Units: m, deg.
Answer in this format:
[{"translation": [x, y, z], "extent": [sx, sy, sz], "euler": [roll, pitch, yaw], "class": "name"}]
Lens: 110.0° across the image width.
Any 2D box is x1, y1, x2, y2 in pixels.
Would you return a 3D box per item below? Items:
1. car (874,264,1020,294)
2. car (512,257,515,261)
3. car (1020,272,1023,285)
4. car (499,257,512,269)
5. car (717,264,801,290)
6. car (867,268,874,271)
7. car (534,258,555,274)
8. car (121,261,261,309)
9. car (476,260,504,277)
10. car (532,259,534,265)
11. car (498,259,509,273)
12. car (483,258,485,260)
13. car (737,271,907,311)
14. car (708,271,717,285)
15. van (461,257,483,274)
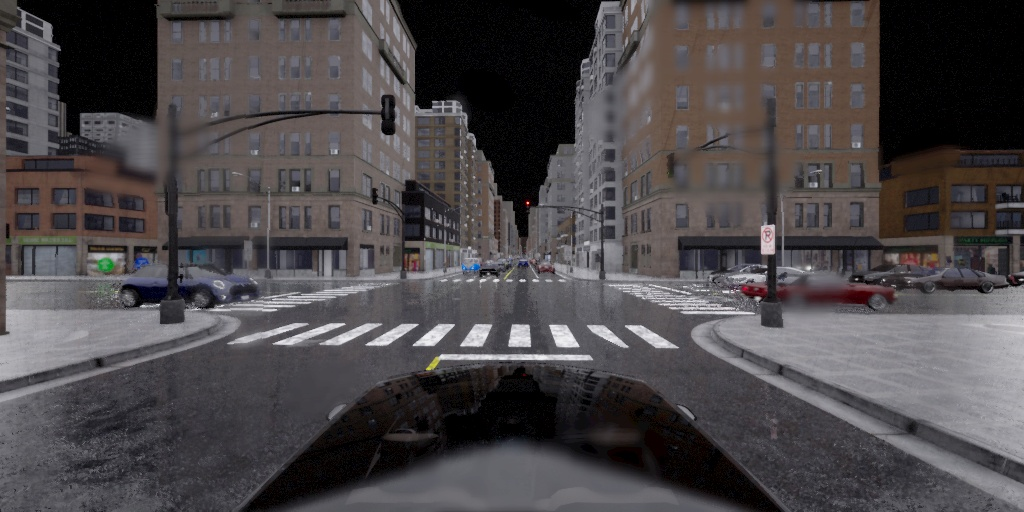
[{"translation": [24.356, 1.329, 20.255], "extent": [5.357, 1.411, 2.033], "euler": [0, 0, 2], "class": "car"}, {"translation": [-1.114, 1.159, 64.515], "extent": [2.097, 1.767, 4.553], "euler": [0, 0, 3], "class": "car"}, {"translation": [35.046, 1.364, 23.194], "extent": [4.181, 1.385, 1.994], "euler": [0, 0, 2], "class": "car"}, {"translation": [-1.488, 1.146, 54.532], "extent": [2.097, 1.767, 4.553], "euler": [0, 0, 2], "class": "car"}, {"translation": [14.769, 1.295, 20.528], "extent": [4.674, 1.442, 1.812], "euler": [0, 0, 3], "class": "car"}, {"translation": [25.063, 1.288, 23.487], "extent": [4.892, 1.490, 1.837], "euler": [0, 0, 2], "class": "car"}, {"translation": [3.814, 1.217, 40.845], "extent": [1.967, 1.591, 4.097], "euler": [0, 0, 2], "class": "car"}, {"translation": [-12.698, 1.091, 14.355], "extent": [4.553, 1.767, 2.097], "euler": [0, 0, 5], "class": "car"}, {"translation": [-2.142, 1.372, 35.811], "extent": [1.895, 1.301, 4.718], "euler": [0, 0, 2], "class": "car"}, {"translation": [4.002, 1.350, 46.367], "extent": [1.948, 1.339, 4.313], "euler": [0, 0, 2], "class": "car"}, {"translation": [-1.812, 1.346, 44.894], "extent": [1.994, 1.385, 4.181], "euler": [0, 0, 3], "class": "car"}, {"translation": [-4.519, 1.099, 46.650], "extent": [2.192, 1.841, 5.009], "euler": [0, 0, 2], "class": "car"}, {"translation": [11.787, 1.366, 13.911], "extent": [4.718, 1.301, 1.895], "euler": [0, 0, 2], "class": "car"}, {"translation": [15.646, 1.262, 23.756], "extent": [4.902, 1.511, 2.128], "euler": [0, 0, 2], "class": "car"}, {"translation": [-4.707, 1.118, 41.130], "extent": [1.690, 1.789, 3.998], "euler": [0, 0, 2], "class": "van"}]
